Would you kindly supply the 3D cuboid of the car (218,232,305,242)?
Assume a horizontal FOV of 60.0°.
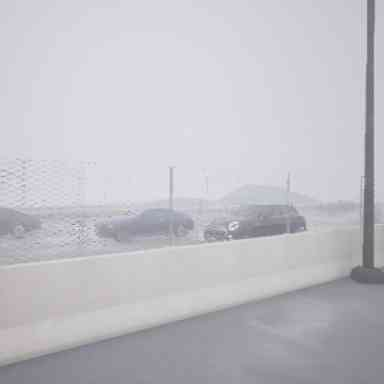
[{"bbox_3d":[2.739,1.250,14.103,4.553,1.767,2.097,0,1,-32],"label":"car"}]
